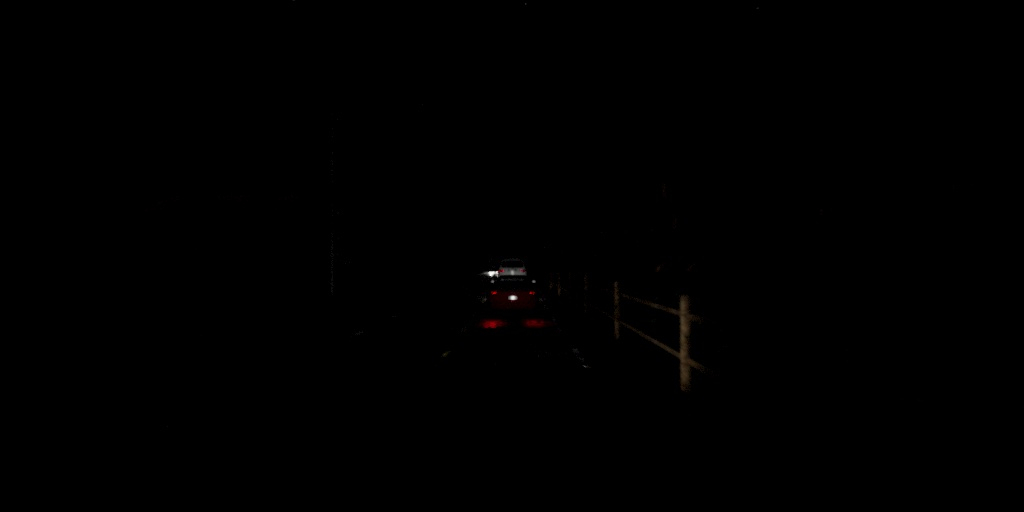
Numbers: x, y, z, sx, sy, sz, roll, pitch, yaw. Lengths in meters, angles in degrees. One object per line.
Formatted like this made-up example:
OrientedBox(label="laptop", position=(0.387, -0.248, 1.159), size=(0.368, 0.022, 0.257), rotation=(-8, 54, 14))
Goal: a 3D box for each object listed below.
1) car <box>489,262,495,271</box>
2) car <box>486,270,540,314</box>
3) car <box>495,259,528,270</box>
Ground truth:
OrientedBox(label="car", position=(-2.784, 1.808, 59.391), size=(2.128, 1.511, 4.902), rotation=(0, -1, 1))
OrientedBox(label="car", position=(0.052, 1.445, 14.493), size=(1.994, 1.385, 4.181), rotation=(0, 0, 0))
OrientedBox(label="car", position=(0.042, 1.240, 28.169), size=(2.150, 2.045, 5.566), rotation=(0, 0, 0))
